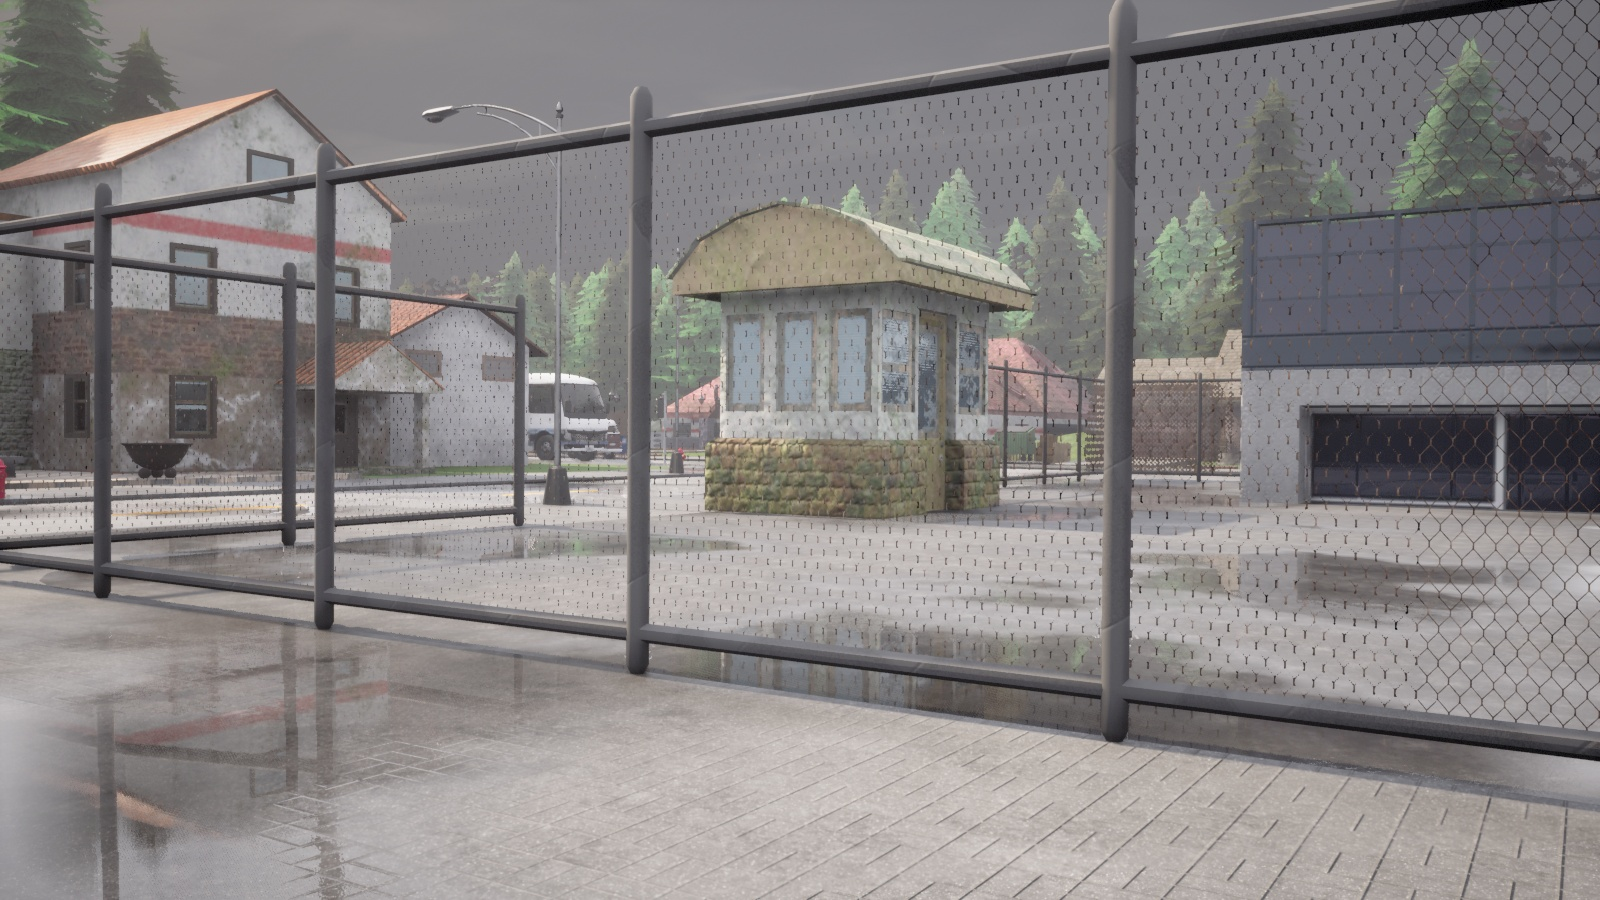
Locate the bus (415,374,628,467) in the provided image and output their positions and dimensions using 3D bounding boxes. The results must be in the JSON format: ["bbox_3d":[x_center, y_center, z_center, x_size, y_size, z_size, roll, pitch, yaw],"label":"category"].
[{"bbox_3d":[-13.741,-1.362,61.640,10.273,4.253,3.944,0,1,31],"label":"bus"}]

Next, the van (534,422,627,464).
[{"bbox_3d":[-11.368,-0.338,64.922,4.480,2.038,2.069,-2,0,32],"label":"van"}]
